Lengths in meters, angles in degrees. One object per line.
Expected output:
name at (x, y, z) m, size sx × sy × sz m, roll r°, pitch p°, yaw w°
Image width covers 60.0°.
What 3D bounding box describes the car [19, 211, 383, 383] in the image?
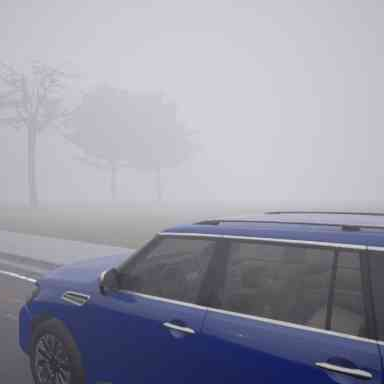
car at (0.588, 1.221, 3.273) m, size 5.566 × 2.045 × 2.150 m, roll 0°, pitch 0°, yaw 35°
